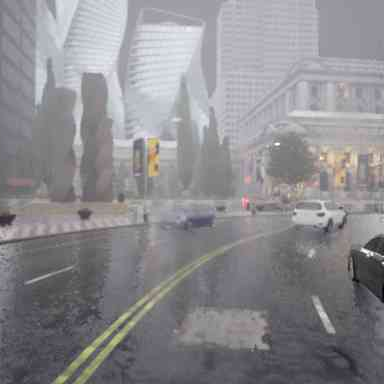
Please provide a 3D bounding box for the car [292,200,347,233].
[{"bbox_3d":[8.617,1.543,22.300,2.150,2.045,5.566,0,-1,39],"label":"car"}]

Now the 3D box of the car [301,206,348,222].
[{"bbox_3d":[12.506,2.050,31.252,4.718,1.301,1.895,1,-1,-37],"label":"car"}]

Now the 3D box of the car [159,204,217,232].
[{"bbox_3d":[-0.200,1.605,22.035,2.097,1.767,4.553,0,-1,33],"label":"car"}]

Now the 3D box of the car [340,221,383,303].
[{"bbox_3d":[4.784,1.623,7.184,1.837,1.490,4.892,0,-1,13],"label":"car"}]
